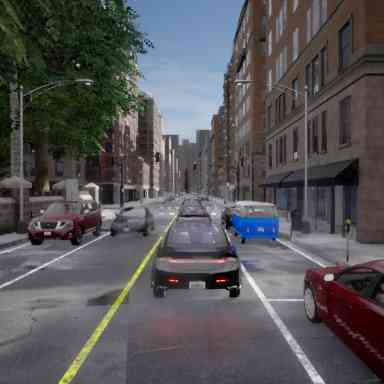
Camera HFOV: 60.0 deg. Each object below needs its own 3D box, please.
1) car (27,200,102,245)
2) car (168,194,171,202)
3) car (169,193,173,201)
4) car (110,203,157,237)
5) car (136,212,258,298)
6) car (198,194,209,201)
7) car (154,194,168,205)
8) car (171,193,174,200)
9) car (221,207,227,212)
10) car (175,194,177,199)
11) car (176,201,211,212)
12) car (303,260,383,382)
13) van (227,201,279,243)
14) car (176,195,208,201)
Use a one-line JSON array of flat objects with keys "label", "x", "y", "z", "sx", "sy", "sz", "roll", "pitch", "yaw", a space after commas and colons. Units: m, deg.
[{"label": "car", "x": -5.674, "y": 1.310, "z": 15.570, "sx": 2.192, "sy": 1.841, "sz": 5.009, "roll": 0, "pitch": 0, "yaw": 0}, {"label": "car", "x": -5.688, "y": 1.501, "z": 64.709, "sx": 2.008, "sy": 1.369, "sz": 4.403, "roll": 0, "pitch": 0, "yaw": 0}, {"label": "car", "x": -5.689, "y": 1.492, "z": 70.160, "sx": 1.887, "sy": 1.381, "sz": 4.507, "roll": 0, "pitch": 0, "yaw": 0}, {"label": "car", "x": -3.072, "y": 1.519, "z": 18.009, "sx": 1.812, "sy": 1.442, "sz": 4.674, "roll": 0, "pitch": 0, "yaw": 0}, {"label": "car", "x": 0.098, "y": 1.490, "z": 8.513, "sx": 2.128, "sy": 1.511, "sz": 4.902, "roll": 0, "pitch": 0, "yaw": 0}, {"label": "car", "x": 2.833, "y": 1.386, "z": 75.649, "sx": 1.967, "sy": 1.590, "sz": 4.097, "roll": 0, "pitch": 0, "yaw": 0}, {"label": "car", "x": -5.686, "y": 1.479, "z": 59.088, "sx": 1.752, "sy": 1.417, "sz": 4.829, "roll": 0, "pitch": 0, "yaw": 0}, {"label": "car", "x": -5.691, "y": 1.490, "z": 75.611, "sx": 1.887, "sy": 1.381, "sz": 4.507, "roll": 0, "pitch": 0, "yaw": 0}, {"label": "car", "x": 2.849, "y": 1.557, "z": 21.272, "sx": 1.947, "sy": 1.339, "sz": 4.313, "roll": 0, "pitch": 0, "yaw": 0}, {"label": "car", "x": -5.694, "y": 1.495, "z": 86.512, "sx": 2.008, "sy": 1.369, "sz": 4.403, "roll": 0, "pitch": 0, "yaw": 0}, {"label": "car", "x": 0.093, "y": 1.485, "z": 18.452, "sx": 2.128, "sy": 1.511, "sz": 4.902, "roll": 0, "pitch": 0, "yaw": 0}, {"label": "car", "x": 2.853, "y": 1.544, "z": 4.291, "sx": 1.887, "sy": 1.381, "sz": 4.507, "roll": 0, "pitch": 0, "yaw": 0}, {"label": "van", "x": 2.850, "y": 1.336, "z": 15.612, "sx": 1.690, "sy": 1.788, "sz": 3.998, "roll": 0, "pitch": 0, "yaw": 0}, {"label": "car", "x": -0.009, "y": 1.338, "z": 27.629, "sx": 2.097, "sy": 1.767, "sz": 4.553, "roll": 0, "pitch": 0, "yaw": 0}]
